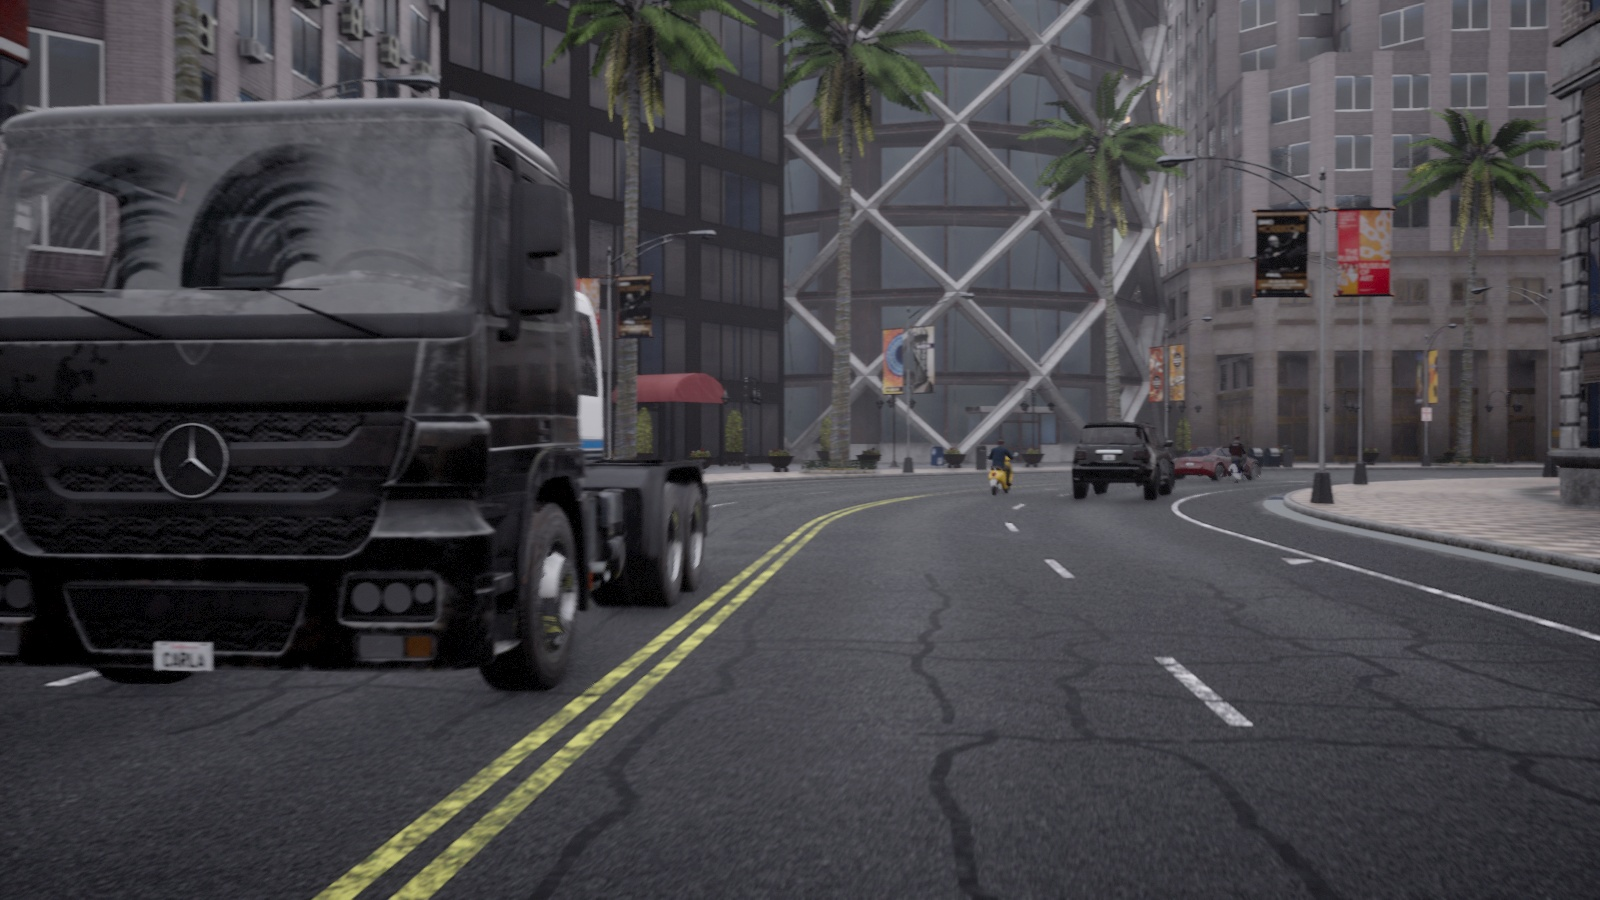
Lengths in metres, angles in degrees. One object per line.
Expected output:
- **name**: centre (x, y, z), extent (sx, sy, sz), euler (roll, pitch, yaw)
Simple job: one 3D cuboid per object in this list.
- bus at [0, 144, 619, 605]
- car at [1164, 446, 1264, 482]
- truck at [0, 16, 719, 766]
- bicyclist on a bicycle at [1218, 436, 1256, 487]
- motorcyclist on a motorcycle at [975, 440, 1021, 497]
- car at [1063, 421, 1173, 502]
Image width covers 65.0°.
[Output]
- **bus**: centre (-5.574, -0.734, 16.878), extent (3.944, 4.253, 10.273), euler (0, 0, 5)
- **car**: centre (16.838, 0.545, 51.000), extent (4.181, 1.385, 1.994), euler (0, 0, -42)
- **truck**: centre (-2.670, -0.296, 9.882), extent (2.891, 3.462, 7.936), euler (0, 0, 5)
- **bicyclist on a bicycle**: centre (15.646, 0.385, 44.939), extent (0.659, 1.776, 1.843), euler (1, 1, 41)
- **motorcyclist on a motorcycle**: centre (5.687, 0.504, 36.007), extent (0.866, 1.590, 1.817), euler (1, 1, 24)
- **car**: centre (8.887, 0.281, 34.686), extent (2.150, 2.045, 5.566), euler (0, 0, 23)
